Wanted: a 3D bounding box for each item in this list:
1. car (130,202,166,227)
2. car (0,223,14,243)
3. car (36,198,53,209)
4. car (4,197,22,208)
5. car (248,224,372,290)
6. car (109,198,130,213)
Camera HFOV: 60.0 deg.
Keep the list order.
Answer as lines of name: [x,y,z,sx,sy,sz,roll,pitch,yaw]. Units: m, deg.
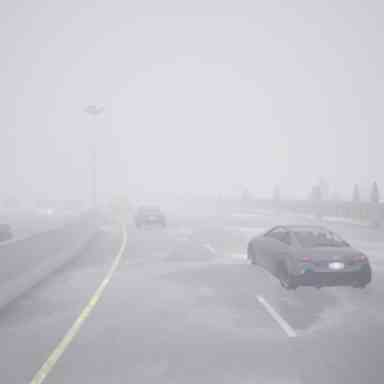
car: [-3.034,1.614,23.195,1.994,1.385,4.181,0,0,-13]
car: [-8.013,1.600,11.484,2.033,1.411,5.357,0,0,-8]
car: [-21.885,1.662,49.249,2.128,1.511,4.902,0,0,-32]
car: [-28.141,1.554,52.316,2.097,1.767,4.553,0,0,-36]
car: [2.924,1.566,9.169,1.994,1.385,4.181,0,0,-5]
car: [-8.341,1.449,38.843,2.097,1.767,4.553,0,0,-23]
